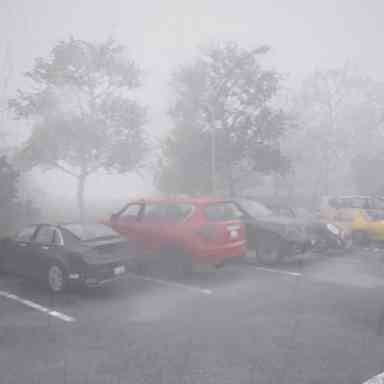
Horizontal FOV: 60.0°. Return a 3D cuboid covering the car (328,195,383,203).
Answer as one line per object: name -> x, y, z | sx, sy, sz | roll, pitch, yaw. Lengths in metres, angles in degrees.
car -> 9.076, 1.183, 16.642 | 5.566, 2.045, 2.435 | -1, -1, 38

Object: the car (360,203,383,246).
car -> 6.373, 1.452, 15.187 | 5.366, 1.575, 1.946 | -1, 0, 38

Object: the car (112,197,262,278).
car -> -1.028, 1.212, 10.318 | 5.566, 2.045, 2.435 | -1, 0, 37

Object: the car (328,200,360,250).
car -> 3.987, 1.335, 13.517 | 4.553, 1.767, 2.185 | -1, -1, 37

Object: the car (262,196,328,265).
car -> 1.529, 1.210, 11.893 | 5.566, 2.045, 2.435 | -1, -1, 37

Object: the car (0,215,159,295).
car -> -3.497, 1.465, 8.685 | 4.892, 1.521, 2.231 | -1, 0, 37
